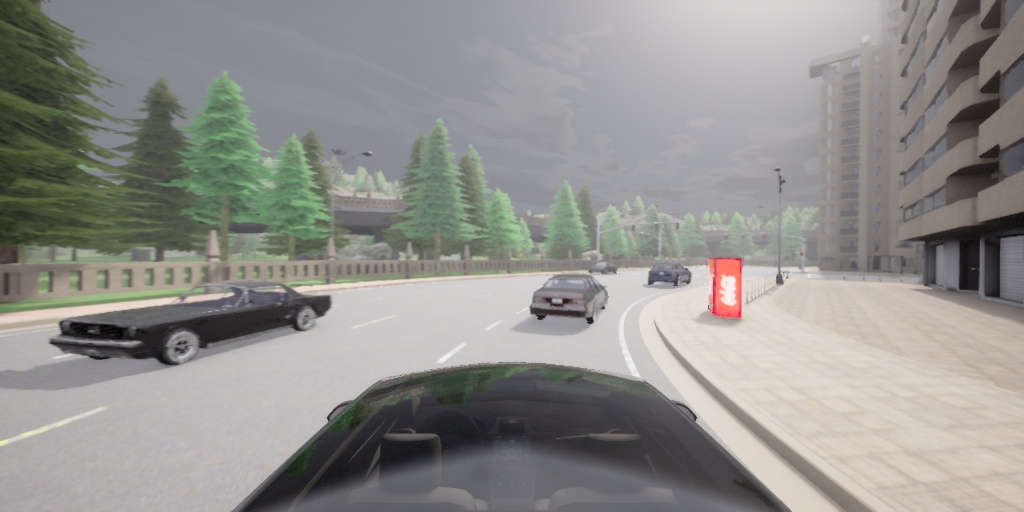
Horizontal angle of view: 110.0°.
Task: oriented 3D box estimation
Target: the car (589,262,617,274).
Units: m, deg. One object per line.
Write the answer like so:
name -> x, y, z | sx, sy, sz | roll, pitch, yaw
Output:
car -> 10.619, 1.395, 41.715 | 1.812, 1.442, 4.674 | 1, 0, 41

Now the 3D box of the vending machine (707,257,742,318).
vending machine -> 7.029, 1.032, 11.859 | 1.100, 2.100, 0.880 | 0, 0, 23

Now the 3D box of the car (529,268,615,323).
car -> 2.158, 1.320, 12.435 | 2.033, 1.411, 5.357 | 1, 0, 21

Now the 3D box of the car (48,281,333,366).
car -> -6.349, 1.265, 7.960 | 1.895, 1.301, 4.718 | 1, 0, 11

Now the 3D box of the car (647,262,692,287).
car -> 11.835, 1.245, 26.744 | 2.097, 1.767, 4.553 | 1, 0, 40
